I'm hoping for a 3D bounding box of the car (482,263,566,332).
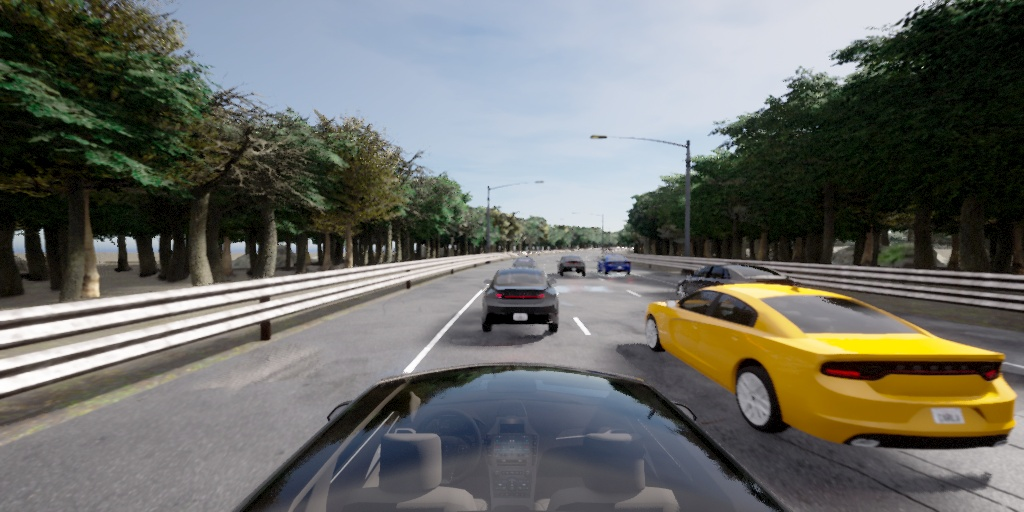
[{"bbox_3d":[0.231,1.074,10.172,1.837,1.490,4.892,0,0,1],"label":"car"}]

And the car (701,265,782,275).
[{"bbox_3d":[7.275,1.034,12.097,1.837,1.490,4.892,0,-1,2],"label":"car"}]

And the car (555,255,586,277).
[{"bbox_3d":[4.476,0.714,27.460,1.837,1.490,4.892,0,-1,3],"label":"car"}]

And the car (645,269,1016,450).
[{"bbox_3d":[3.656,1.151,5.464,1.882,1.535,5.008,0,1,0],"label":"car"}]

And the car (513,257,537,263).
[{"bbox_3d":[0.978,0.773,27.586,1.994,1.385,4.181,0,1,3],"label":"car"}]

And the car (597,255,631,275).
[{"bbox_3d":[8.061,0.669,28.684,1.882,1.535,5.008,0,1,4],"label":"car"}]
